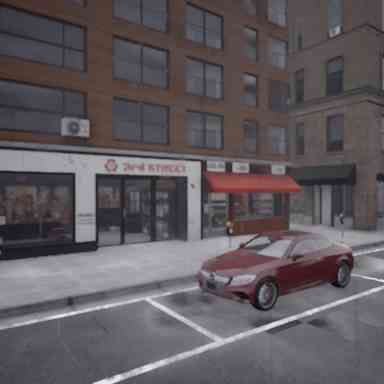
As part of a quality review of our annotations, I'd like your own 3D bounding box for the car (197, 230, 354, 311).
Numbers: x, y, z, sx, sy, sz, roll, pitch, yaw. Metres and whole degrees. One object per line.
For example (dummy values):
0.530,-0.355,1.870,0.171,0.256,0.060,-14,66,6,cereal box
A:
2.083,1.570,7.645,4.206,1.307,1.802,0,0,-35,car
